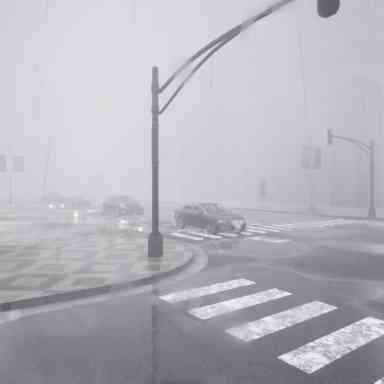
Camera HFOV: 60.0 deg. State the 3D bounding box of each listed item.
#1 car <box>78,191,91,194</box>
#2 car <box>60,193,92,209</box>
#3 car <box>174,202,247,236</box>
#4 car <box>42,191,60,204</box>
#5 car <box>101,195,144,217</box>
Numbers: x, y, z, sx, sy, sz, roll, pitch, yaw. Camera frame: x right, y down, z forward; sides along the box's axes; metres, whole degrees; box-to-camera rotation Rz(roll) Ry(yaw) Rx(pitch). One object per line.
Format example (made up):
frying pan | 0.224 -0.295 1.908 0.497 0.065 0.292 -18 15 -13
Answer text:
car | -21.671 0.520 66.194 1.882 1.535 5.008 0 1 -36
car | -12.696 1.100 36.726 1.895 1.301 4.718 0 1 -36
car | 0.843 1.324 17.560 2.128 1.511 4.902 0 1 -33
car | -18.865 0.694 45.344 2.097 1.767 4.553 0 1 -35
car | -5.670 1.025 26.960 2.097 1.767 4.553 0 1 -36
